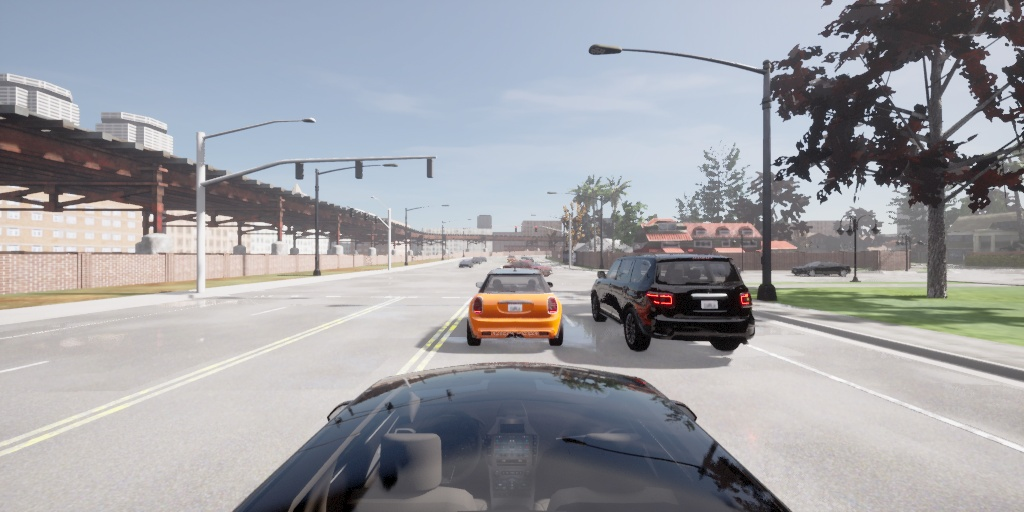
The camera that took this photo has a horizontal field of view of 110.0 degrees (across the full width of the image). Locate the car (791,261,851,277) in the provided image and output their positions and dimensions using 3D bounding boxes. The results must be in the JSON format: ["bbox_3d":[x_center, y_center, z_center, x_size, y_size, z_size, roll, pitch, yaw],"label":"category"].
[{"bbox_3d":[30.300,1.228,35.244,5.008,1.535,1.882,0,0,-1],"label":"car"}]

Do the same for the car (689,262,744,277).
[{"bbox_3d":[19.856,1.315,34.967,4.181,1.385,1.994,0,0,-2],"label":"car"}]

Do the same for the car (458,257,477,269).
[{"bbox_3d":[-7.152,1.180,55.947,2.033,1.411,5.357,0,1,0],"label":"car"}]

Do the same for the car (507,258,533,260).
[{"bbox_3d":[1.469,1.212,34.049,5.008,1.535,1.882,0,1,35],"label":"car"}]

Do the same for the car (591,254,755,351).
[{"bbox_3d":[3.572,0.971,9.146,2.150,2.045,5.566,0,0,0],"label":"car"}]

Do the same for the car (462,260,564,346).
[{"bbox_3d":[0.071,1.102,9.603,2.097,1.767,4.553,0,0,0],"label":"car"}]
